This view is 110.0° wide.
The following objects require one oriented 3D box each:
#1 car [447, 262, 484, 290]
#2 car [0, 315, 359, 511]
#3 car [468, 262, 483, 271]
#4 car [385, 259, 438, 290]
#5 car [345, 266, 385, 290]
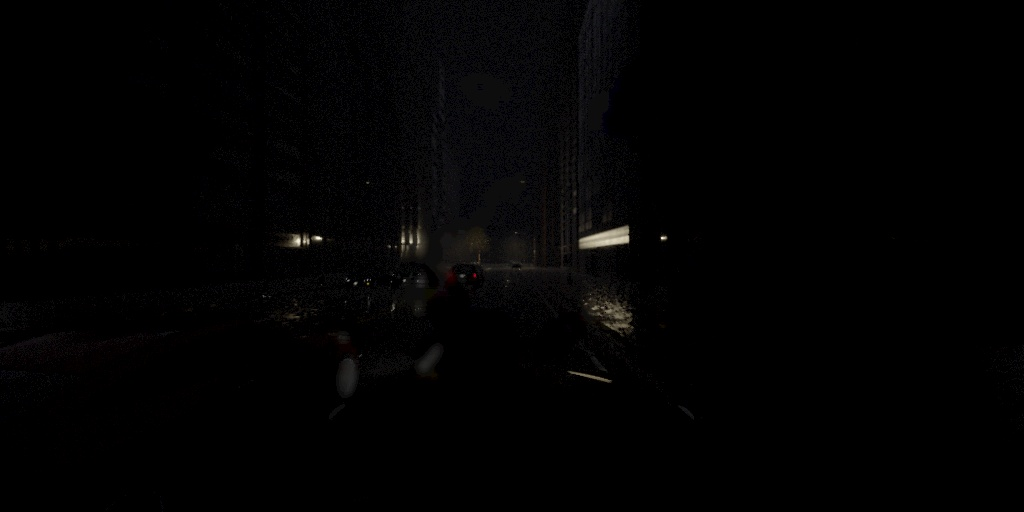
[{"bbox_3d":[-3.153,1.341,25.199,2.097,1.767,4.553,0,-1,0],"label":"car"},{"bbox_3d":[-3.161,1.292,3.378,1.812,1.442,4.674,0,0,0],"label":"car"},{"bbox_3d":[-6.524,1.869,64.296,2.128,1.511,4.902,0,-1,1],"label":"car"},{"bbox_3d":[-6.598,1.209,24.855,2.150,2.045,5.566,0,-1,0],"label":"car"},{"bbox_3d":[-9.847,1.491,24.998,1.837,1.490,4.892,0,-1,0],"label":"car"}]
